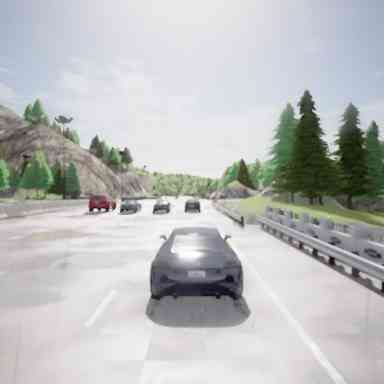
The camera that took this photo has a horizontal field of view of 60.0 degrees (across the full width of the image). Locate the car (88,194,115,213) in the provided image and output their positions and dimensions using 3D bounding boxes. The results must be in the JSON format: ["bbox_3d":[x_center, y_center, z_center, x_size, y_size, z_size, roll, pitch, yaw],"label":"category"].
[{"bbox_3d":[-10.430,1.293,39.047,2.150,2.045,5.566,0,0,0],"label":"car"}]

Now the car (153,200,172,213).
[{"bbox_3d":[-3.430,1.616,38.684,2.033,1.411,5.357,0,0,0],"label":"car"}]

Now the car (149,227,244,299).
[{"bbox_3d":[0.093,1.561,8.454,1.994,1.385,4.181,0,0,0],"label":"car"}]

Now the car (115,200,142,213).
[{"bbox_3d":[-6.928,1.615,37.994,2.033,1.411,5.357,0,0,0],"label":"car"}]

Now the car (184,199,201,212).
[{"bbox_3d":[0.068,1.549,40.368,1.882,1.535,5.008,0,0,0],"label":"car"}]
